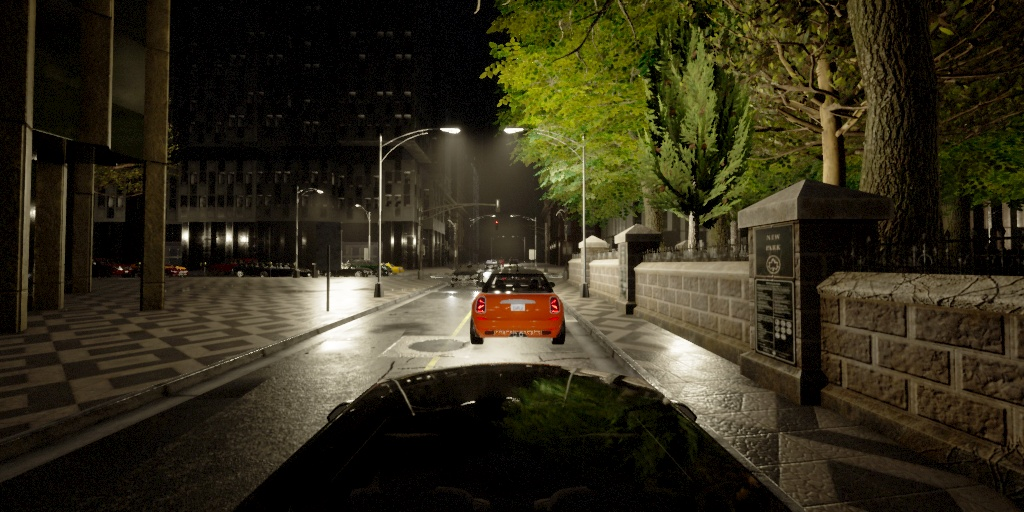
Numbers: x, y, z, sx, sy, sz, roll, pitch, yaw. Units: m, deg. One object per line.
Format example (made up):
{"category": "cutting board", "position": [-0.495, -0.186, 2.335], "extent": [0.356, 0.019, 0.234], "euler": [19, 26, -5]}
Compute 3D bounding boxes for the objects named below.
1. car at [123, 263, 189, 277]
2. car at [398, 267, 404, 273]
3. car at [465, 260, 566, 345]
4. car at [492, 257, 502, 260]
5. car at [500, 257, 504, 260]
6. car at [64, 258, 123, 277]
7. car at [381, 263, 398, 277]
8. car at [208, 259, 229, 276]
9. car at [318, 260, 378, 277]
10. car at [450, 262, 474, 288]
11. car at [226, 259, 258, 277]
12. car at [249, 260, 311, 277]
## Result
{"category": "car", "position": [-31.046, 1.320, 31.631], "extent": [4.207, 1.307, 1.802], "euler": [0, 0, 1]}
{"category": "car", "position": [-14.602, 1.425, 39.990], "extent": [4.829, 1.417, 1.751], "euler": [0, 0, 1]}
{"category": "car", "position": [0.129, 1.107, 9.689], "extent": [2.097, 1.767, 4.553], "euler": [0, 0, 0]}
{"category": "car", "position": [-2.839, 1.323, 49.415], "extent": [2.128, 1.511, 4.902], "euler": [0, 0, -1]}
{"category": "car", "position": [-2.817, 1.369, 60.674], "extent": [1.837, 1.490, 4.892], "euler": [0, -1, 1]}
{"category": "car", "position": [-36.559, 1.061, 31.686], "extent": [5.009, 1.841, 2.192], "euler": [0, 0, 1]}
{"category": "car", "position": [-13.739, 1.125, 34.138], "extent": [4.553, 1.767, 2.097], "euler": [0, -1, 0]}
{"category": "car", "position": [-30.968, 1.236, 40.154], "extent": [5.009, 1.841, 2.192], "euler": [0, 0, 1]}
{"category": "car", "position": [-14.508, 1.267, 31.466], "extent": [4.403, 1.370, 2.007], "euler": [0, 0, 1]}
{"category": "car", "position": [-2.904, 1.188, 24.081], "extent": [1.837, 1.490, 4.892], "euler": [0, 0, 0]}
{"category": "car", "position": [-23.884, 1.291, 34.238], "extent": [4.892, 1.490, 1.837], "euler": [0, -1, 0]}
{"category": "car", "position": [-20.021, 1.289, 31.521], "extent": [4.313, 1.339, 1.948], "euler": [0, 0, 1]}
